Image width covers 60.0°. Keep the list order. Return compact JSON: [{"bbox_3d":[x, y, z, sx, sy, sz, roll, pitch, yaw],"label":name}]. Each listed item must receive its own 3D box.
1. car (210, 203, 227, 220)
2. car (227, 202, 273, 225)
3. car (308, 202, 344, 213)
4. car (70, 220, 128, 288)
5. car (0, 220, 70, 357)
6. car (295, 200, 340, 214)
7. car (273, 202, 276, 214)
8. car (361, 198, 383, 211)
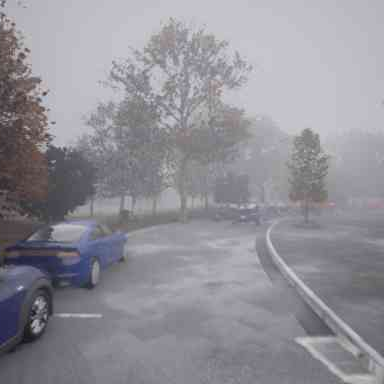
[{"bbox_3d":[3.353,1.771,30.977,2.231,1.521,4.892,-2,-2,29],"label":"car"},{"bbox_3d":[4.403,1.556,24.639,1.882,1.535,5.008,-2,-2,23],"label":"car"},{"bbox_3d":[19.053,2.207,47.354,4.892,1.521,2.231,1,-4,-32],"label":"car"},{"bbox_3d":[-3.182,1.523,9.418,2.097,1.535,5.008,0,0,2],"label":"car"},{"bbox_3d":[-3.413,1.379,3.716,2.185,1.767,4.553,-1,0,2],"label":"car"},{"bbox_3d":[15.014,1.586,39.572,5.566,2.045,2.150,1,-4,-43],"label":"car"},{"bbox_3d":[6.782,1.871,35.728,2.097,1.535,5.008,-3,-4,36],"label":"car"},{"bbox_3d":[29.337,1.958,52.346,5.566,2.045,2.435,-1,-4,-20],"label":"car"}]
